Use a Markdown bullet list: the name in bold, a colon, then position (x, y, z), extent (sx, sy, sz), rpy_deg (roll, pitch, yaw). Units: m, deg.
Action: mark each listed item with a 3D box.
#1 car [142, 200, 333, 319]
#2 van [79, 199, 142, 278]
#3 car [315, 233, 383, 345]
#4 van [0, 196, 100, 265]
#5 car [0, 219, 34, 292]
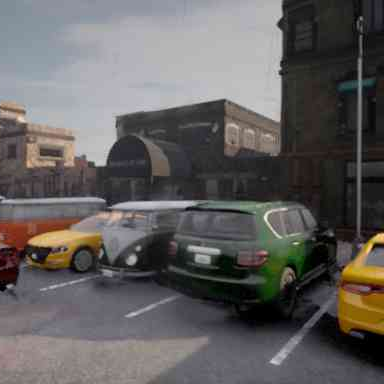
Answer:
- **car**: position (1.733, 1.219, 7.753), extent (2.435, 2.045, 5.566), rpy_deg (0, 0, 35)
- **van**: position (-0.597, 1.235, 9.236), extent (1.878, 1.987, 4.442), rpy_deg (0, 0, 35)
- **car**: position (4.060, 1.479, 6.052), extent (2.097, 1.535, 5.008), rpy_deg (0, 0, 35)
- **van**: position (-4.952, 1.215, 12.629), extent (1.878, 1.987, 4.442), rpy_deg (0, 0, 35)
- **car**: position (-5.932, 1.446, 7.622), extent (5.008, 1.535, 1.882), rpy_deg (0, 0, 36)
